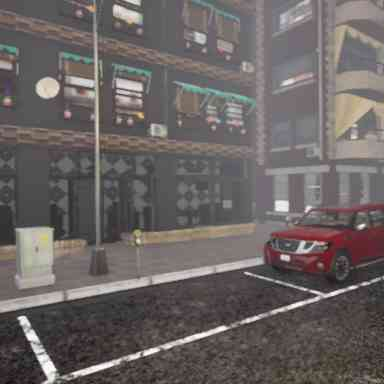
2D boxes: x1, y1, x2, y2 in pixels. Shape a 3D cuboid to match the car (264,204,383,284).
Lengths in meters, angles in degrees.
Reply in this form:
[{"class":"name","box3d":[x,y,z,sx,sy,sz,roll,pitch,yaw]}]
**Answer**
[{"class":"car","box3d":[4.347,1.304,9.671,5.009,1.841,2.192,0,-1,-36]}]
